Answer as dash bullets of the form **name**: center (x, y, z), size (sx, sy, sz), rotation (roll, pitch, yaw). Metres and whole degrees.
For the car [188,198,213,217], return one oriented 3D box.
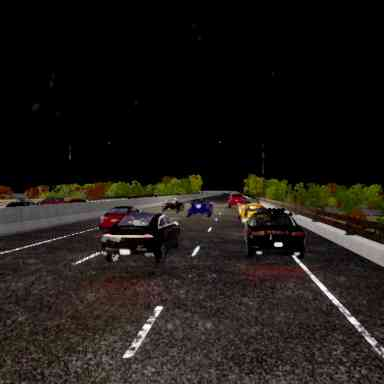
- **car**: center (0.879, 1.345, 31.523), size (2.097, 1.767, 4.553), rotation (0, 0, 7)

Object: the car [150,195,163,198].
- **car**: center (-7.490, 1.483, 77.695), size (2.033, 1.411, 5.357), rotation (0, 0, 7)

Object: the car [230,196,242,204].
- **car**: center (8.437, 1.473, 64.161), size (2.128, 1.511, 4.902), rotation (0, 0, 7)

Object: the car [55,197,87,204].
- **car**: center (-12.786, 1.518, 36.652), size (1.812, 1.442, 4.674), rotation (0, 0, 7)

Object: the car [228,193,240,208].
- **car**: center (6.275, 1.210, 47.079), size (2.150, 2.045, 5.566), rotation (0, 0, 7)

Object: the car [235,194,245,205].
- **car**: center (4.992, 1.345, 28.590), size (2.097, 1.767, 4.553), rotation (0, 0, 7)

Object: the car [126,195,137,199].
- **car**: center (-14.330, 1.450, 79.400), size (1.994, 1.385, 4.181), rotation (0, 0, 7)

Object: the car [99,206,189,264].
- **car**: center (-1.606, 1.489, 11.890), size (2.128, 1.511, 4.902), rotation (0, 0, 7)

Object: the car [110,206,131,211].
- **car**: center (-4.067, 1.560, 20.326), size (1.994, 1.385, 4.181), rotation (0, 0, 7)

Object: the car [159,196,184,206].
- **car**: center (-2.023, 1.483, 36.478), size (2.128, 1.511, 4.902), rotation (0, 0, 7)

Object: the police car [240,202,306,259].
- **police car**: center (3.001, 1.423, 12.855), size (1.930, 1.638, 5.238), rotation (0, 0, 7)

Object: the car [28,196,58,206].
- **car**: center (-16.136, 1.344, 38.051), size (2.097, 1.767, 4.553), rotation (0, 0, 7)

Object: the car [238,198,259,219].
- **car**: center (4.267, 1.451, 22.855), size (1.801, 1.575, 5.366), rotation (0, 0, 7)

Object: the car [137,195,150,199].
- **car**: center (-10.858, 1.376, 78.961), size (1.882, 1.535, 5.008), rotation (0, 0, 7)

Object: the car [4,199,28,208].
- **car**: center (-19.621, 1.556, 38.392), size (1.994, 1.385, 4.181), rotation (0, 0, 7)
